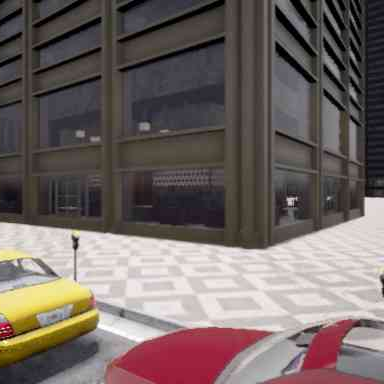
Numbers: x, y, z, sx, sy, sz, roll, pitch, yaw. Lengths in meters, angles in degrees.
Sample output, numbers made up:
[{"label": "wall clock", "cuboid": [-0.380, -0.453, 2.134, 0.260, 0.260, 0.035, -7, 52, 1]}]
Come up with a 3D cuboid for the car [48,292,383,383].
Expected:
[{"label": "car", "cuboid": [1.105, 1.582, 2.175, 4.206, 1.307, 1.802, 0, 0, 36]}]

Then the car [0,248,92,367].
[{"label": "car", "cuboid": [-3.607, 1.524, 5.537, 4.829, 1.417, 1.752, 0, 0, 36]}]
